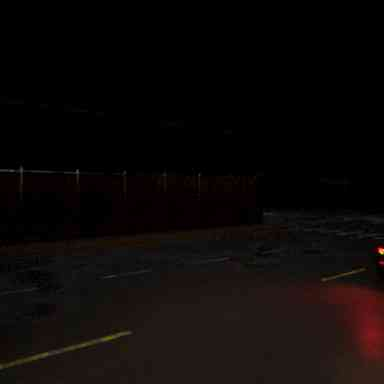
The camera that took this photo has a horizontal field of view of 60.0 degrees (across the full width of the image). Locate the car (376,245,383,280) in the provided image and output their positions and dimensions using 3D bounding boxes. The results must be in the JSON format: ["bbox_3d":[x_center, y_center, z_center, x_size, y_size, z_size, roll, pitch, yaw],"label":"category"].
[{"bbox_3d":[6.395,1.494,8.321,4.674,1.442,1.812,0,0,-35],"label":"car"}]
